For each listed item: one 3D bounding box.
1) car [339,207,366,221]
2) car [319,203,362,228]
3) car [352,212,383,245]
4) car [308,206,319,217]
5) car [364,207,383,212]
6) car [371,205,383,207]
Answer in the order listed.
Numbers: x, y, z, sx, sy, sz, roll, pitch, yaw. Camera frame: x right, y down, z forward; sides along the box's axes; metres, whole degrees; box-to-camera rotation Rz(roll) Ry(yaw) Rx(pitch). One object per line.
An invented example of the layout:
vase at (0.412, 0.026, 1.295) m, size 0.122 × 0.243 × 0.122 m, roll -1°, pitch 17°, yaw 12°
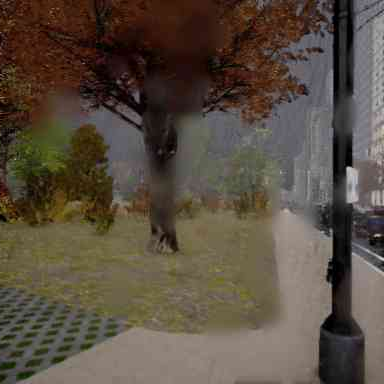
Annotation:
car at (18.559, 2.542, 38.551) m, size 1.994 × 1.385 × 4.181 m, roll 0°, pitch -1°, yaw 14°
car at (12.980, 1.985, 29.239) m, size 2.150 × 2.045 × 5.566 m, roll 0°, pitch -1°, yaw 14°
car at (10.495, 2.107, 18.815) m, size 2.033 × 1.411 × 5.357 m, roll 0°, pitch -1°, yaw 14°
car at (16.610, 2.605, 44.200) m, size 2.033 × 1.411 × 5.357 m, roll 0°, pitch -1°, yaw 13°
car at (16.074, 2.301, 28.218) m, size 1.812 × 1.442 × 4.674 m, roll 0°, pitch -1°, yaw 14°
car at (22.482, 2.399, 40.341) m, size 2.097 × 1.767 × 4.553 m, roll 0°, pitch -1°, yaw 13°
